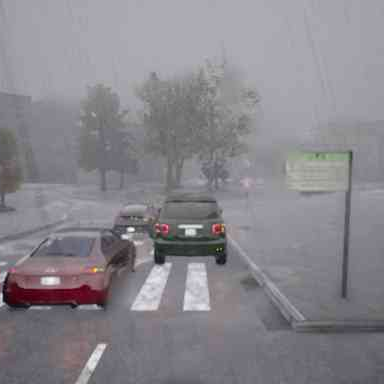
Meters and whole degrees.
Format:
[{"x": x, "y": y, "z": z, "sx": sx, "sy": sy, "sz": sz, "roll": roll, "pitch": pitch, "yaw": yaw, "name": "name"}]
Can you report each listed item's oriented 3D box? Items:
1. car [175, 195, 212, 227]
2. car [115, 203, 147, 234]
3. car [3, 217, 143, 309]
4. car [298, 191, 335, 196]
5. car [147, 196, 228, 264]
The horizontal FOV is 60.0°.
[{"x": 0.215, "y": 1.102, "z": 21.438, "sx": 1.837, "sy": 1.490, "sz": 4.892, "roll": 0, "pitch": 3, "yaw": 7, "name": "car"}, {"x": -2.625, "y": 1.293, "z": 16.737, "sx": 1.837, "sy": 1.490, "sz": 4.892, "roll": 0, "pitch": 2, "yaw": 0, "name": "car"}, {"x": -2.505, "y": 1.510, "z": 7.811, "sx": 1.994, "sy": 1.385, "sz": 4.181, "roll": 0, "pitch": 0, "yaw": -1, "name": "car"}, {"x": 15.019, "y": -0.372, "z": 40.240, "sx": 4.674, "sy": 1.442, "sz": 1.812, "roll": -3, "pitch": 6, "yaw": -21, "name": "car"}, {"x": -0.072, "y": 1.129, "z": 11.579, "sx": 2.150, "sy": 2.045, "sz": 5.566, "roll": 0, "pitch": 1, "yaw": -1, "name": "car"}]
